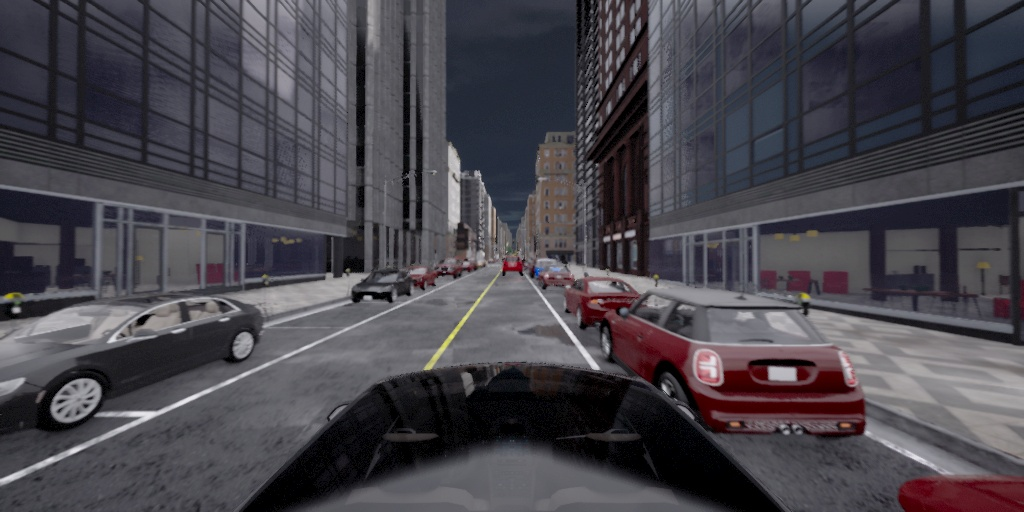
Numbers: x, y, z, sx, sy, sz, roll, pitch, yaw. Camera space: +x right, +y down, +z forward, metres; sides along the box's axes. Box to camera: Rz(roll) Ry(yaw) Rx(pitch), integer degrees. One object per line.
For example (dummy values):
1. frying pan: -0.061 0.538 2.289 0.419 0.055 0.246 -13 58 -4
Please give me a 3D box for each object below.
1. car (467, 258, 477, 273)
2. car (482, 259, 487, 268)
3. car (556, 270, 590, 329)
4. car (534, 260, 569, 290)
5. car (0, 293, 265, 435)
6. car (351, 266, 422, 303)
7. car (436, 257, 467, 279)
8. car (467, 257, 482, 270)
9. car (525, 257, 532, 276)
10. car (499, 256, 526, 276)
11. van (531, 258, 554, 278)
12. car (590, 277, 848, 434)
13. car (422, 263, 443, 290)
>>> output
1. car: -5.865 1.332 44.865 1.888 1.381 4.507 0 0 0
2. car: -5.869 1.332 61.569 1.751 1.417 4.829 0 0 0
3. car: 2.667 1.302 11.114 1.888 1.381 4.507 0 0 0
4. car: 2.665 1.205 22.362 1.967 1.591 4.097 0 0 0
5. car: -5.858 1.303 5.494 2.007 1.370 4.403 0 0 0
6. car: -5.860 1.326 16.743 1.948 1.339 4.313 0 0 0
7. car: -5.863 1.090 33.616 2.192 1.841 5.009 0 0 0
8. car: -5.867 1.108 50.490 2.192 1.841 5.009 0 0 0
9. car: 2.663 1.090 33.610 2.192 1.841 5.009 0 0 0
10. car: 0.087 1.003 38.805 2.150 2.045 5.566 0 0 1
11. van: 2.664 1.111 27.986 1.690 1.789 3.998 0 0 0
12. car: 2.668 1.192 5.489 1.967 1.591 4.097 0 0 0
13. car: -5.861 1.310 22.367 1.888 1.381 4.507 0 0 0
